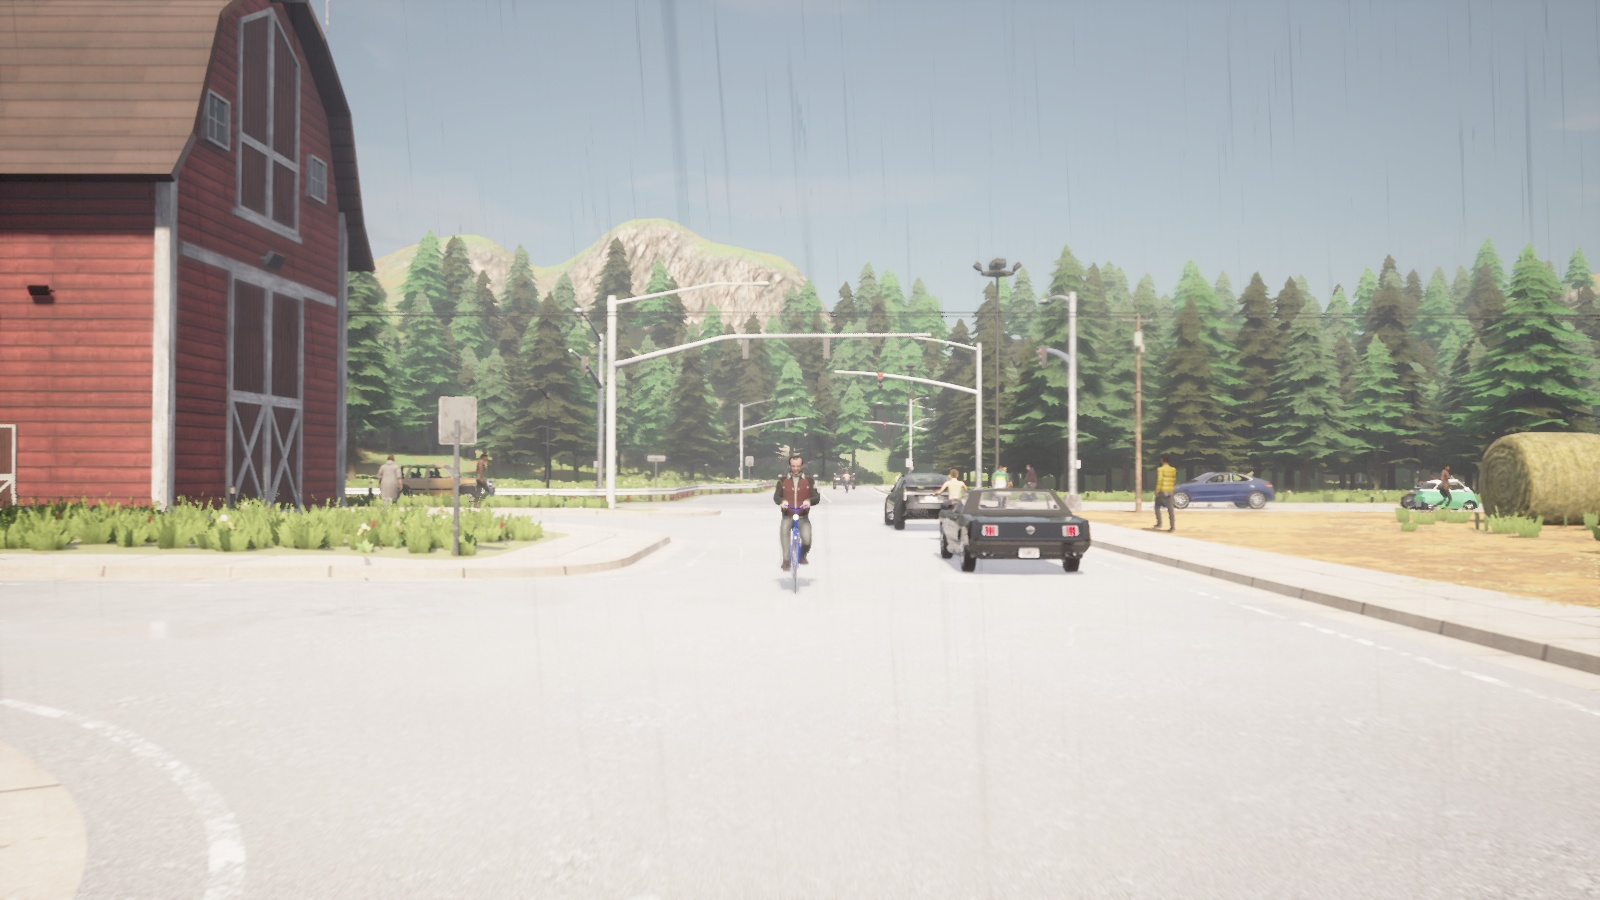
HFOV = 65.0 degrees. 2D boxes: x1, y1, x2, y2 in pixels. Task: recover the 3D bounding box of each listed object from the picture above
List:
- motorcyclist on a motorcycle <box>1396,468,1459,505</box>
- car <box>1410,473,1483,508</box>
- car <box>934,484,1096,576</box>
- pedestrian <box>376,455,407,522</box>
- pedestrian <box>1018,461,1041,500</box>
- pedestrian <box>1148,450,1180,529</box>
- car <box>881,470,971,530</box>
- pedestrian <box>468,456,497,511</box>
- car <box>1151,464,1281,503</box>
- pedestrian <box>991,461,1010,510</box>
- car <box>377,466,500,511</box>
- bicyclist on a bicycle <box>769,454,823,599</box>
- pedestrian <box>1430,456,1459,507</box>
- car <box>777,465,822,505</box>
[{"bbox_3d":[27.622,1.606,55.308,2.350,1.649,0.766,0,-1,1],"label":"motorcyclist on a motorcycle"},{"bbox_3d":[26.651,1.657,51.820,2.207,1.376,1.481,-1,-1,1],"label":"car"},{"bbox_3d":[3.440,1.252,20.977,1.895,1.301,4.718,0,-1,0],"label":"car"},{"bbox_3d":[-11.930,1.118,36.680,0.659,1.952,0.873,0,-1,-3],"label":"pedestrian"},{"bbox_3d":[10.884,1.449,59.529,0.899,1.844,0.634,0,-1,-8],"label":"pedestrian"},{"bbox_3d":[8.604,0.935,29.691,0.431,1.840,0.709,0,-1,-14],"label":"pedestrian"},{"bbox_3d":[3.404,1.326,34.758,2.007,1.525,4.514,0,-1,0],"label":"car"},{"bbox_3d":[-10.459,1.088,41.359,0.869,1.805,0.328,0,-1,-26],"label":"pedestrian"},{"bbox_3d":[18.308,1.475,55.453,5.027,1.651,2.152,0,-1,1],"label":"car"},{"bbox_3d":[8.102,1.440,50.749,0.659,1.952,0.873,0,-1,13],"label":"pedestrian"},{"bbox_3d":[-15.054,1.596,52.463,4.605,1.855,1.932,0,-1,1],"label":"car"},{"bbox_3d":[-0.047,0.953,16.327,0.659,1.776,1.843,0,-1,0],"label":"bicyclist on a bicycle"},{"bbox_3d":[22.955,1.127,44.725,0.869,1.805,0.328,-1,-1,30],"label":"pedestrian"},{"bbox_3d":[-0.076,1.646,60.251,1.932,1.855,4.605,-1,-1,-3],"label":"car"}]
